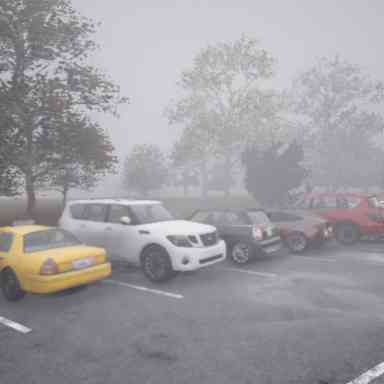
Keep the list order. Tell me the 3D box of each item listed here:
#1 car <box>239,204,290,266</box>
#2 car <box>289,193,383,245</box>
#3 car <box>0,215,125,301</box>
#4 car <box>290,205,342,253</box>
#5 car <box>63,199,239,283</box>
[{"bbox_3d":[0.702,1.320,11.628,4.553,1.767,2.185,-1,0,35],"label":"car"},{"bbox_3d":[5.545,1.116,15.037,5.566,2.045,2.435,-1,0,35],"label":"car"},{"bbox_3d":[-4.352,1.485,8.325,5.366,1.575,1.946,-1,0,35],"label":"car"},{"bbox_3d":[3.098,1.442,13.353,4.792,1.488,2.163,-1,0,35],"label":"car"},{"bbox_3d":[-1.736,1.220,9.931,5.566,2.045,2.435,-1,-1,35],"label":"car"}]
